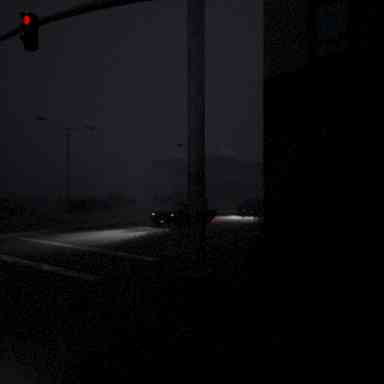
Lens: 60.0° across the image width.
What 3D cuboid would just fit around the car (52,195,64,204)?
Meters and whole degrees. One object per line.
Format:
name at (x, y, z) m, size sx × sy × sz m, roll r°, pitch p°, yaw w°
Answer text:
car at (-19.549, 1.196, 53.669) m, size 2.007 × 1.523 × 4.514 m, roll 0°, pitch 0°, yaw 36°

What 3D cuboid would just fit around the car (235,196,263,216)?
car at (5.455, 1.313, 28.974) m, size 1.994 × 1.385 × 4.181 m, roll 0°, pitch 0°, yaw 36°

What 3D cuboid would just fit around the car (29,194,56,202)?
car at (-32.681, 1.191, 72.748) m, size 2.152 × 1.636 × 5.027 m, roll 0°, pitch 0°, yaw 36°

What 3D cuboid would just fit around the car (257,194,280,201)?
car at (17.822, 1.296, 77.390) m, size 4.611 × 1.667 × 2.242 m, roll 0°, pitch 0°, yaw 36°

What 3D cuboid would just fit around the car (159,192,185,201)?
car at (-2.607, 0.972, 50.204) m, size 1.905 × 1.878 × 3.866 m, roll 0°, pitch 0°, yaw 36°

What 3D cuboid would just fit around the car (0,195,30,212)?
car at (-17.266, 1.186, 30.042) m, size 1.970 × 1.475 × 3.806 m, roll 0°, pitch 0°, yaw 36°

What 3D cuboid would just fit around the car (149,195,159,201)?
car at (-4.937, 1.252, 52.653) m, size 1.970 × 1.475 × 3.806 m, roll 0°, pitch 0°, yaw 36°

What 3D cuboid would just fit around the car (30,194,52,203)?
car at (-27.609, 1.209, 59.577) m, size 1.845 × 1.501 × 3.633 m, roll 0°, pitch 0°, yaw 36°

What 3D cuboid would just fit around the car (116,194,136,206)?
car at (-9.890, 1.008, 45.771) m, size 1.932 × 1.855 × 4.605 m, roll 0°, pitch 0°, yaw 36°

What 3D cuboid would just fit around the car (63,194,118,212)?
car at (-10.159, 1.238, 33.592) m, size 2.007 × 1.523 × 4.514 m, roll 0°, pitch 0°, yaw 36°

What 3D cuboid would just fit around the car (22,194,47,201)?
car at (-35.250, 1.198, 74.550) m, size 2.007 × 1.523 × 4.514 m, roll 0°, pitch 0°, yaw 36°

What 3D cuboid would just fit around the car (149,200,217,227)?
car at (-0.435, 1.374, 20.929) m, size 1.895 × 1.301 × 4.718 m, roll 0°, pitch 0°, yaw 36°
